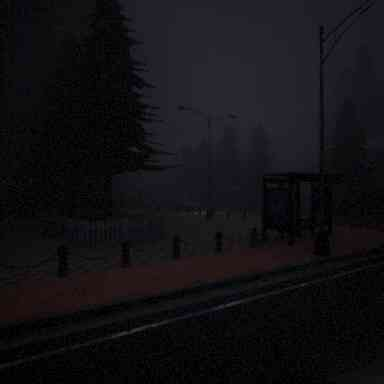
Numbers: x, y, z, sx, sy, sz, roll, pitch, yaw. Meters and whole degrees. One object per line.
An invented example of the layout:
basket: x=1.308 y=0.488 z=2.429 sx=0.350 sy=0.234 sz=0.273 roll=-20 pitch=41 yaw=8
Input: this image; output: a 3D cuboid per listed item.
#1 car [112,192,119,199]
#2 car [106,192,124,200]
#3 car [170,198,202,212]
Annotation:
car: x=-17.850 y=0.932 z=83.092 sx=4.605 sy=1.855 sz=1.932 roll=0 pitch=0 yaw=-36
car: x=-19.632 y=0.936 z=84.908 sx=3.866 sy=1.878 sz=1.905 roll=0 pitch=0 yaw=-36
car: x=-0.758 y=1.400 z=37.150 sx=1.812 sy=1.442 sz=4.674 roll=0 pitch=0 yaw=-35
